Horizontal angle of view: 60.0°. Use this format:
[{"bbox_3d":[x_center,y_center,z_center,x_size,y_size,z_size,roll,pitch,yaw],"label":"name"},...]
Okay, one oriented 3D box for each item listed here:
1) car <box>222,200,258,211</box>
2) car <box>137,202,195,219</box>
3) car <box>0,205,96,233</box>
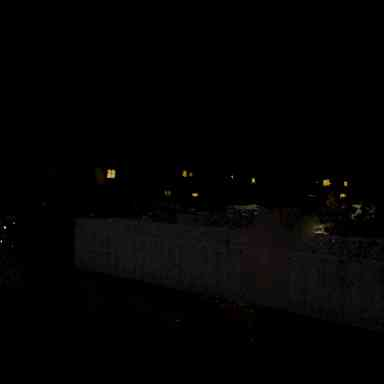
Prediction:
[{"bbox_3d":[5.193,1.604,35.342,4.674,1.442,1.812,1,2,-43],"label":"car"},{"bbox_3d":[-2.005,1.550,27.945,2.033,1.411,5.357,4,2,41],"label":"car"},{"bbox_3d":[-8.425,1.518,20.068,2.033,1.411,5.357,3,2,38],"label":"car"}]
